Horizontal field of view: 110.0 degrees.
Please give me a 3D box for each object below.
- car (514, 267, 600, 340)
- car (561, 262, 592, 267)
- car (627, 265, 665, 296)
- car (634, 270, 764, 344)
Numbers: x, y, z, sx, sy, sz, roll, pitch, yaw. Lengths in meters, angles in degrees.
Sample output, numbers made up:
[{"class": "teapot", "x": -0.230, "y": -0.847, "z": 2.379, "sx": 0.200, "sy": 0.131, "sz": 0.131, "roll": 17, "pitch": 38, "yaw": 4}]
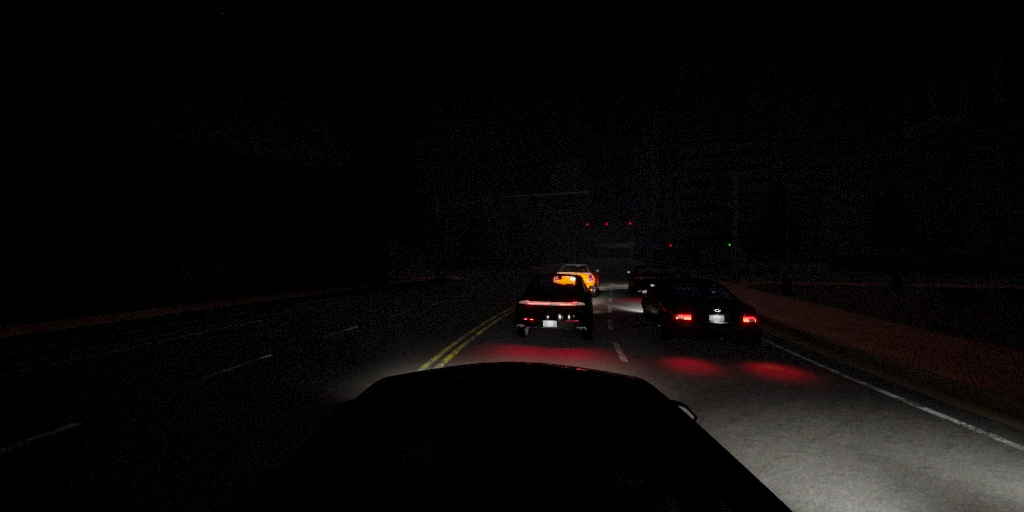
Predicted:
[{"class": "car", "x": 1.323, "y": 1.242, "z": 10.076, "sx": 2.128, "sy": 1.511, "sz": 4.902, "roll": 0, "pitch": 0, "yaw": 12}, {"class": "car", "x": 3.487, "y": 1.102, "z": 18.963, "sx": 2.097, "sy": 1.767, "sz": 4.553, "roll": 0, "pitch": 0, "yaw": 16}, {"class": "car", "x": 7.254, "y": 1.228, "z": 19.135, "sx": 1.882, "sy": 1.535, "sz": 5.008, "roll": 0, "pitch": 0, "yaw": 16}, {"class": "car", "x": 4.696, "y": 1.297, "z": 9.647, "sx": 2.033, "sy": 1.411, "sz": 5.357, "roll": 0, "pitch": 0, "yaw": 13}]
